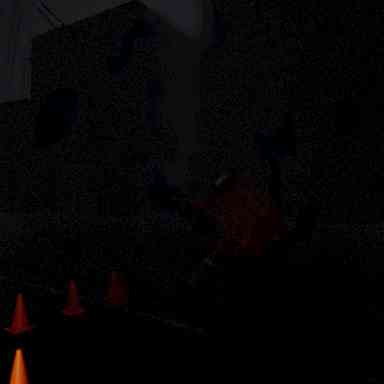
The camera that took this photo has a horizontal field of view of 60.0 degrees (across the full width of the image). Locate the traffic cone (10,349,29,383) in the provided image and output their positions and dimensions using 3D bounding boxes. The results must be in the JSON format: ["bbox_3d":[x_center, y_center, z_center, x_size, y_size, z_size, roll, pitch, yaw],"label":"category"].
[{"bbox_3d":[-1.839,1.967,3.537,0.340,0.580,0.340,0,0,36],"label":"traffic cone"}]

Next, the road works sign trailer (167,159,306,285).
[{"bbox_3d":[0.447,0.979,9.043,2.380,2.880,3.560,45,-12,-15],"label":"road works sign trailer"}]

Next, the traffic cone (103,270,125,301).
[{"bbox_3d":[-1.672,1.981,7.137,0.340,0.580,0.340,0,0,36],"label":"traffic cone"}]

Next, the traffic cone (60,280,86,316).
[{"bbox_3d":[-2.265,1.980,6.333,0.340,0.580,0.340,-1,0,37],"label":"traffic cone"}]

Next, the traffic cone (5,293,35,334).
[{"bbox_3d":[-2.857,1.979,5.529,0.340,0.580,0.340,-1,0,36],"label":"traffic cone"}]
